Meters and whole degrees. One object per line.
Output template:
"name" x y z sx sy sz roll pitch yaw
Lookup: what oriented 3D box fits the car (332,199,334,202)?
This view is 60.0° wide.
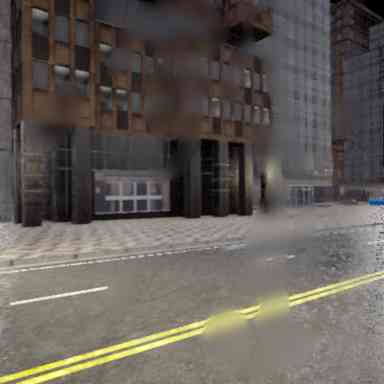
"car" 32.707 2.094 81.662 1.802 1.307 4.206 0 0 -36

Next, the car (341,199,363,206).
"car" 32.387 2.133 67.511 1.802 1.307 4.206 0 0 -36

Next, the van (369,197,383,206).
"van" 35.686 1.881 62.925 1.690 1.788 3.998 0 0 -36
